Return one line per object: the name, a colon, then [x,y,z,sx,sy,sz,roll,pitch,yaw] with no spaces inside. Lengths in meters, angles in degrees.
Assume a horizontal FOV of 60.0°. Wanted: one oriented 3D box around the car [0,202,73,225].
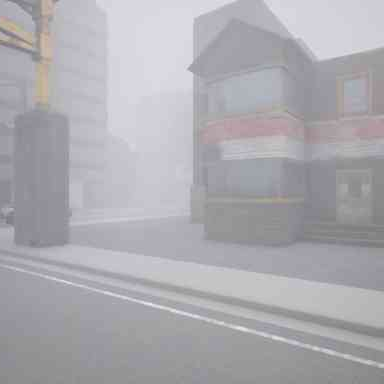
car: [-10.732,1.453,23.536,2.038,1.542,4.974,0,0,16]
